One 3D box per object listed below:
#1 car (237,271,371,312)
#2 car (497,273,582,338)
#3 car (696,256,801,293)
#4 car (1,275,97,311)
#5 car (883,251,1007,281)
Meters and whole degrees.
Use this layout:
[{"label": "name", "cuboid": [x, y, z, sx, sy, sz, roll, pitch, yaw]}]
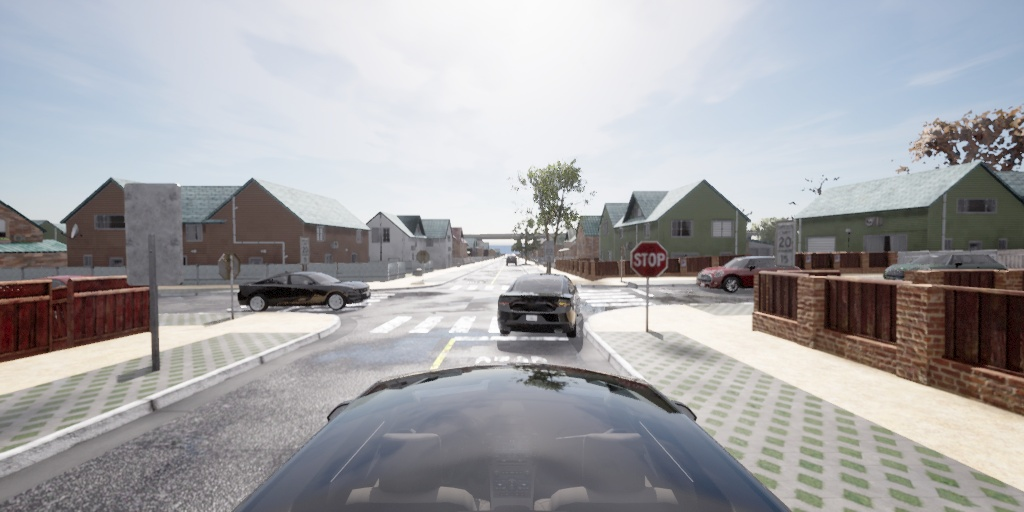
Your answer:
[{"label": "car", "cuboid": [-8.485, 1.372, 14.866, 5.008, 1.535, 1.882, -1, 2, 0]}, {"label": "car", "cuboid": [0.947, 1.221, 10.351, 1.882, 1.535, 5.008, 0, 0, 12]}, {"label": "car", "cuboid": [11.786, 0.815, 17.974, 4.553, 1.767, 2.097, -1, 2, 0]}, {"label": "car", "cuboid": [-18.038, 1.542, 14.791, 5.008, 1.535, 1.882, -1, 2, 0]}, {"label": "car", "cuboid": [21.681, 0.640, 18.058, 4.553, 1.767, 2.097, -1, 2, 0]}]
